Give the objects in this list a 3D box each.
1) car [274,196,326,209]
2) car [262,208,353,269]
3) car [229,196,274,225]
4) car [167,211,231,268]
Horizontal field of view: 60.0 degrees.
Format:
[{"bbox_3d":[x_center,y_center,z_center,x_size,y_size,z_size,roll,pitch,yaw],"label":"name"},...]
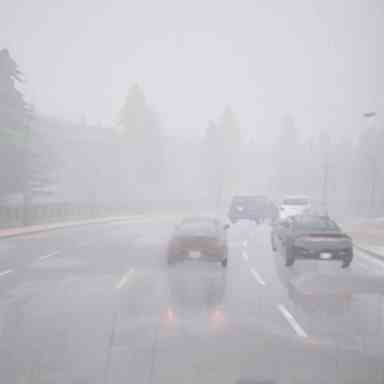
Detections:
[{"bbox_3d":[7.874,1.275,23.270,2.150,2.045,5.566,0,0,33],"label":"car"},{"bbox_3d":[3.827,1.515,11.303,2.128,1.511,4.902,0,0,6],"label":"car"},{"bbox_3d":[4.679,1.278,24.747,2.150,2.045,5.566,0,0,32],"label":"car"},{"bbox_3d":[0.310,1.552,11.388,1.812,1.442,4.674,0,0,6],"label":"car"}]
